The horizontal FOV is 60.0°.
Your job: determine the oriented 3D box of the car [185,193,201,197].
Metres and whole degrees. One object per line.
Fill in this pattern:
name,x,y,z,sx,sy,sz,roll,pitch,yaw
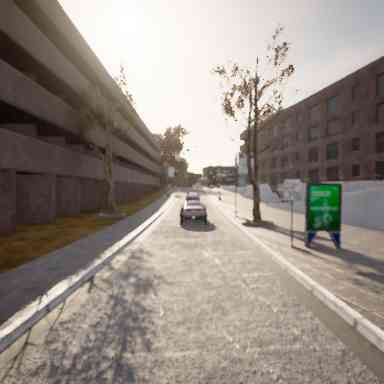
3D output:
car,0.113,0.818,42.015,1.812,1.442,4.674,0,3,0

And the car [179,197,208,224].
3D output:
car,0.107,1.367,23.500,2.128,1.511,4.902,0,1,0
